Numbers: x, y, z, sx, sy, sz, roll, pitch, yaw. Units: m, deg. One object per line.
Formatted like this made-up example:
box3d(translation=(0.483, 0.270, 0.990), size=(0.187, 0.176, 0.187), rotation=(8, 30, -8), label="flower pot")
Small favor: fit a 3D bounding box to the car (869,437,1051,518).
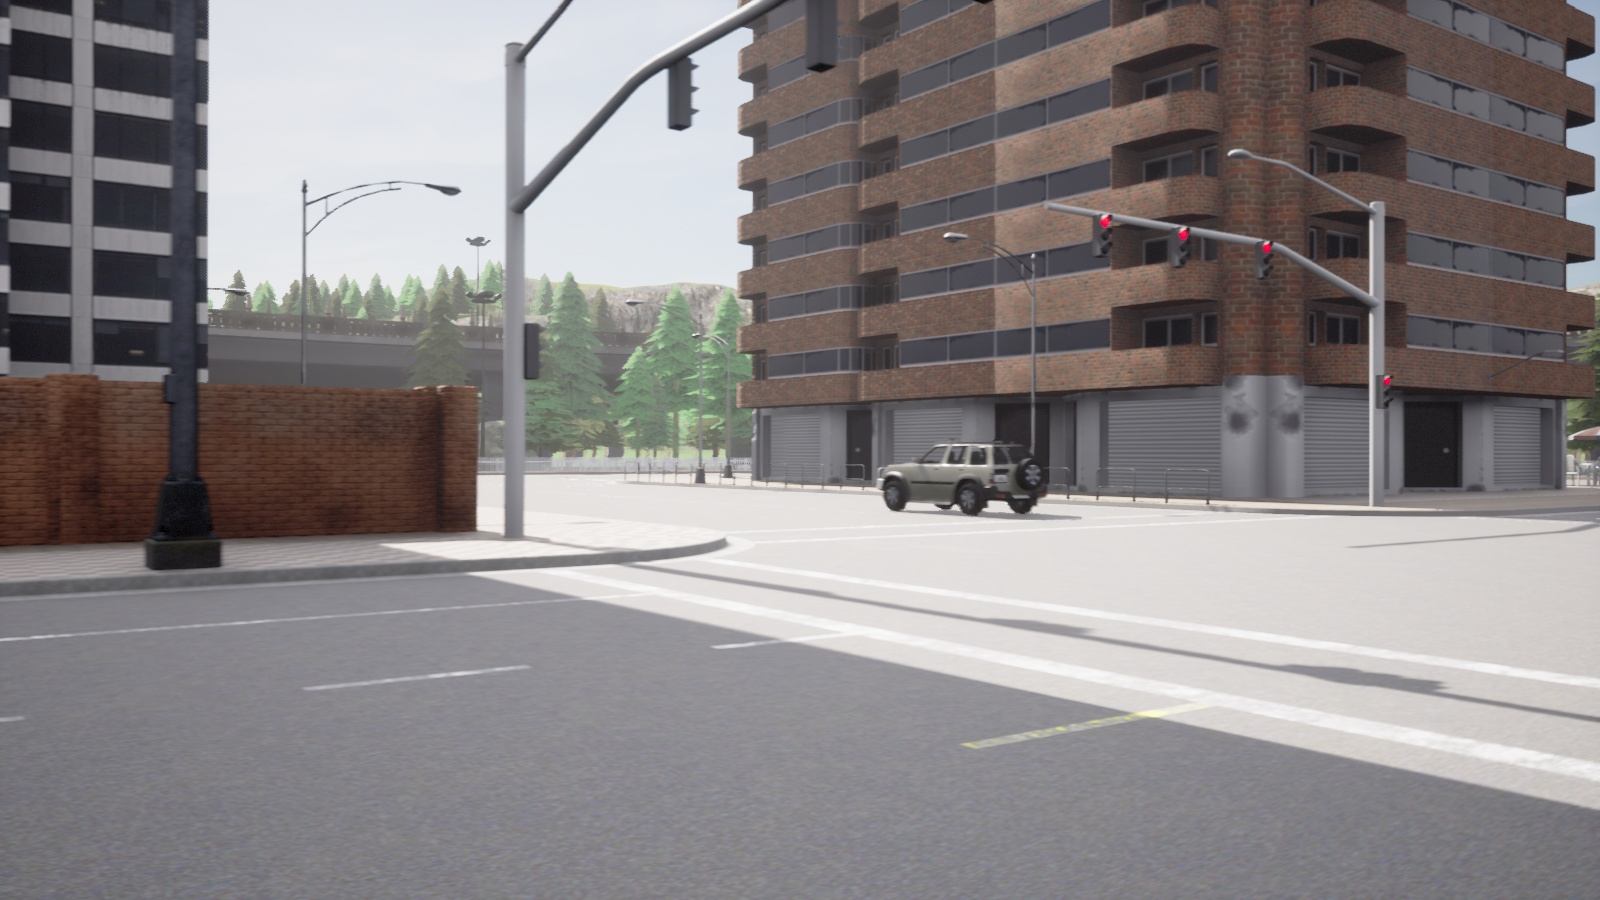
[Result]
box3d(translation=(3.882, 0.630, 31.241), size=(1.932, 1.855, 4.605), rotation=(0, 0, -34), label="car")
